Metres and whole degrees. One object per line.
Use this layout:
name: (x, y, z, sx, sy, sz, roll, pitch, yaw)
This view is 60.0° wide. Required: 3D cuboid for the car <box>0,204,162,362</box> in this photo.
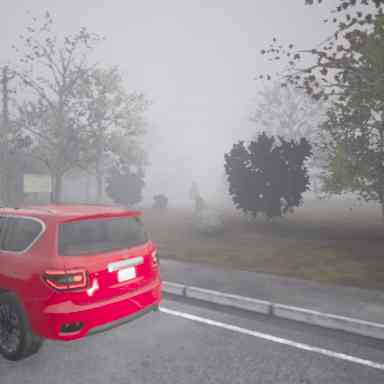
car: (-3.093, 1.252, 6.183, 5.566, 2.045, 2.150, 0, 0, 35)
